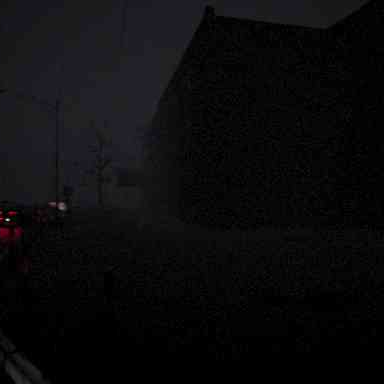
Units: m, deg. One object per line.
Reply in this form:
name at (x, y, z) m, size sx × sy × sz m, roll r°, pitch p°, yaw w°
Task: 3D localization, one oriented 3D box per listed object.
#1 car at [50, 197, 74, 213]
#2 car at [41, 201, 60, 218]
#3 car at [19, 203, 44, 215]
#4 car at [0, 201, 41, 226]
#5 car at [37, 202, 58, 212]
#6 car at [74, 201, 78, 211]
car at (-17.230, 1.729, 43.489) m, size 2.150 × 2.045 × 5.566 m, roll 0°, pitch -1°, yaw -13°
car at (-15.022, 1.867, 33.706) m, size 1.994 × 1.385 × 4.181 m, roll 0°, pitch -1°, yaw -12°
car at (-20.301, 2.068, 42.335) m, size 1.994 × 1.385 × 4.181 m, roll 0°, pitch -1°, yaw -13°
car at (-12.545, 1.599, 23.987) m, size 1.837 × 1.490 × 4.892 m, roll 0°, pitch -1°, yaw -15°
car at (-22.372, 2.245, 51.562) m, size 2.033 × 1.411 × 5.357 m, roll 0°, pitch -1°, yaw -13°
car at (-19.287, 2.053, 52.654) m, size 2.097 × 1.767 × 4.553 m, roll 0°, pitch -1°, yaw -13°
